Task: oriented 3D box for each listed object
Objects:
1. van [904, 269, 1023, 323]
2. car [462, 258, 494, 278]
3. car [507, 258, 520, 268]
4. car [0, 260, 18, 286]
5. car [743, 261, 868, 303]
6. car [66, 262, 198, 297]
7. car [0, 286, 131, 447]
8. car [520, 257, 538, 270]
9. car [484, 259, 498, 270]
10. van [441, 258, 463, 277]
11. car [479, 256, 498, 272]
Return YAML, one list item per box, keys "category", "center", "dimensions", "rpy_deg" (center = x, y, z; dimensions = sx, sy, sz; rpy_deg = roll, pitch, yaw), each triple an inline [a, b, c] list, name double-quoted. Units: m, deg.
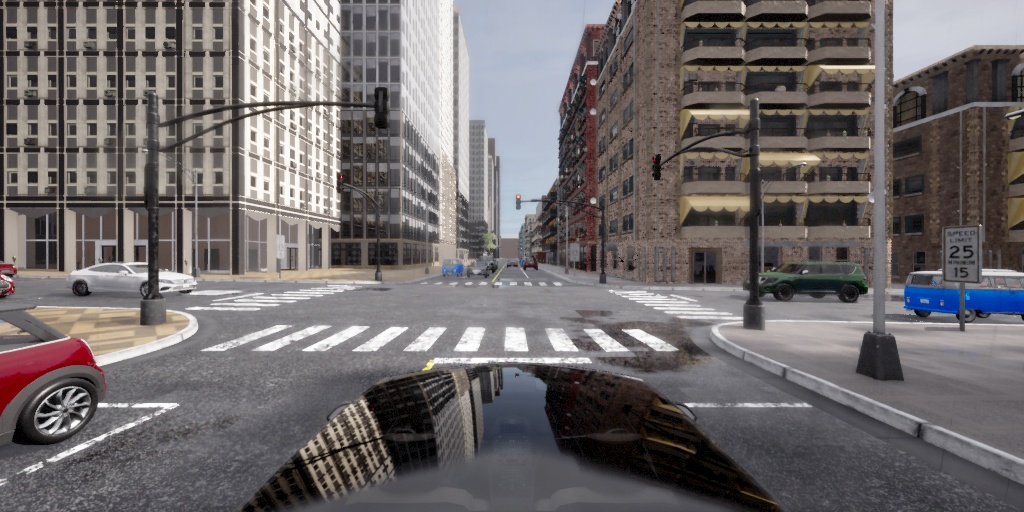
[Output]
- category: "van"
  center: [16.904, 1.453, 13.083]
  dimensions: [3.998, 1.789, 1.690]
  rpy_deg: [0, 0, 0]
- category: "car"
  center: [-3.126, 1.247, 33.957]
  dimensions: [2.128, 1.511, 4.902]
  rpy_deg: [0, 0, 0]
- category: "car"
  center: [0.053, 1.372, 62.739]
  dimensions: [1.895, 1.301, 4.718]
  rpy_deg: [0, 0, 0]
- category: "car"
  center: [-21.156, 0.818, 13.104]
  dimensions: [4.097, 1.591, 1.967]
  rpy_deg: [0, 0, 0]
- category: "car"
  center: [15.446, 1.297, 19.004]
  dimensions: [5.566, 2.045, 2.150]
  rpy_deg: [1, 0, 0]
- category: "car"
  center: [-16.551, 0.989, 15.686]
  dimensions: [4.674, 1.442, 1.812]
  rpy_deg: [1, 0, 1]
- category: "car"
  center: [-5.691, 1.190, 2.349]
  dimensions: [1.967, 1.591, 4.097]
  rpy_deg: [0, 0, 0]
- category: "car"
  center: [2.652, 1.079, 51.483]
  dimensions: [2.192, 1.841, 5.009]
  rpy_deg: [0, 0, 0]
- category: "car"
  center: [-3.126, 1.244, 54.166]
  dimensions: [1.882, 1.535, 5.008]
  rpy_deg: [0, 0, 0]
- category: "van"
  center: [-5.715, 1.097, 34.823]
  dimensions: [1.690, 1.789, 3.998]
  rpy_deg: [0, 0, 0]
- category: "car"
  center: [-3.131, 0.982, 43.850]
  dimensions: [2.150, 2.045, 5.566]
  rpy_deg: [0, 0, 0]
